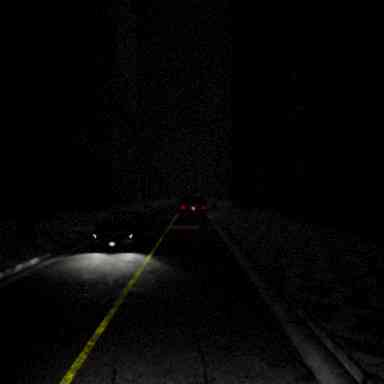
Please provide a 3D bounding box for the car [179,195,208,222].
[{"bbox_3d":[0.099,1.299,27.083,2.150,2.045,5.566,0,0,0],"label":"car"}]

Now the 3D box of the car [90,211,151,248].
[{"bbox_3d":[-3.003,1.583,15.161,2.033,1.411,5.357,0,0,0],"label":"car"}]

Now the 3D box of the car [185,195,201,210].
[{"bbox_3d":[0.104,1.381,46.092,2.150,2.045,5.566,0,0,0],"label":"car"}]
